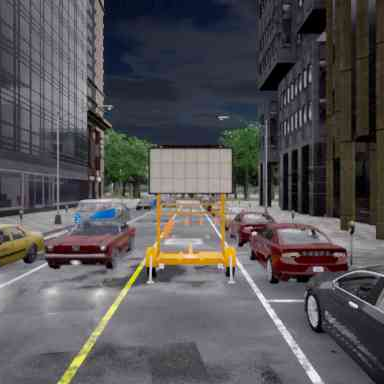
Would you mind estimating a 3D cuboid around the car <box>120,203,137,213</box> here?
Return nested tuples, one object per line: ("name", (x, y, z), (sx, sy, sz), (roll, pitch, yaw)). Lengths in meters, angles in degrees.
("car", (-5.846, 1.551, 25.734), (2.008, 1.369, 4.403), (0, 0, 0))

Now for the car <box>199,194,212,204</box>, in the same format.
("car", (2.553, 1.329, 63.825), (2.192, 1.841, 5.009), (0, 0, 0))

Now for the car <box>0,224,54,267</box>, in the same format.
("car", (-5.792, 1.525, 9.251), (1.752, 1.417, 4.829), (0, 0, 0))

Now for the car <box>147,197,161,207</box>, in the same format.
("car", (-5.935, 1.534, 52.752), (1.752, 1.417, 4.829), (0, 0, 0))

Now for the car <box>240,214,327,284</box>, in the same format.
("car", (2.732, 1.544, 9.449), (1.887, 1.381, 4.507), (0, 0, 0))

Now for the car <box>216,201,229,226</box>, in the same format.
("car", (2.696, 1.525, 20.494), (1.752, 1.417, 4.829), (0, 0, 0))

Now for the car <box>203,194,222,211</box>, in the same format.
("car", (2.643, 1.318, 36.637), (2.192, 1.841, 5.009), (0, 0, 0))

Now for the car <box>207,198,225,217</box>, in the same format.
("car", (2.660, 1.527, 31.369), (1.752, 1.417, 4.829), (0, 0, 0))

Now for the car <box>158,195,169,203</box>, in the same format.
("car", (-5.990, 1.458, 69.234), (1.967, 1.590, 4.097), (0, 0, 0))

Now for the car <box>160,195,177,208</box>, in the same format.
("car", (-3.252, 1.513, 47.812), (1.837, 1.490, 4.892), (0, -1, 0))

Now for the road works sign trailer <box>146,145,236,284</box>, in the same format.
("road works sign trailer", (-0.030, 0.464, 9.582), (2.380, 3.560, 2.880), (0, 0, 0))

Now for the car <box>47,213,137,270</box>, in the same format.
("car", (-3.136, 1.600, 11.167), (1.895, 1.301, 4.718), (0, 0, 0))

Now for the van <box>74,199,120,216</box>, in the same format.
("van", (-5.829, 1.341, 20.296), (1.690, 1.788, 3.998), (0, 0, 0))

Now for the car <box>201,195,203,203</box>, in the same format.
("car", (2.607, 1.531, 47.682), (1.752, 1.417, 4.829), (0, 0, 0))

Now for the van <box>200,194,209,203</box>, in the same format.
("van", (2.535, 1.359, 69.262), (1.690, 1.788, 3.998), (0, 0, 0))

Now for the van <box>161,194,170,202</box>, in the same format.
("van", (-6.008, 1.362, 74.672), (1.690, 1.788, 3.998), (0, 0, 0))

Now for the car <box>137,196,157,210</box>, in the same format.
("car", (-5.900, 1.570, 42.046), (1.947, 1.339, 4.313), (0, 0, 0))

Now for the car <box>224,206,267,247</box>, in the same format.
("car", (2.715, 1.544, 14.887), (1.887, 1.381, 4.507), (0, 0, 0))

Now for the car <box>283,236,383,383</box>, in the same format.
("car", (2.750, 1.550, 4.011), (2.008, 1.369, 4.403), (0, 0, 0))

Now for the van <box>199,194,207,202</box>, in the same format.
("van", (2.518, 1.362, 74.700), (1.690, 1.788, 3.998), (0, 0, 0))

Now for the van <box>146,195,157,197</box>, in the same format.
("van", (-5.918, 1.347, 47.484), (1.690, 1.788, 3.998), (0, 0, 0))
